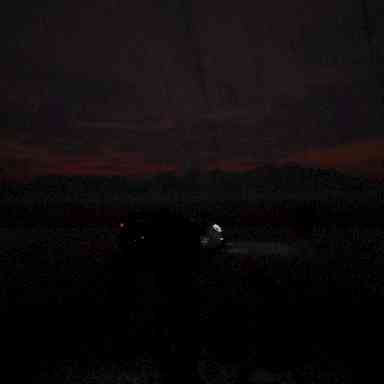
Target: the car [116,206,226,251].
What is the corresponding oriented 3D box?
[{"bbox_3d":[-0.839,1.479,14.351,4.553,1.767,2.097,0,-1,1],"label":"car"}]
